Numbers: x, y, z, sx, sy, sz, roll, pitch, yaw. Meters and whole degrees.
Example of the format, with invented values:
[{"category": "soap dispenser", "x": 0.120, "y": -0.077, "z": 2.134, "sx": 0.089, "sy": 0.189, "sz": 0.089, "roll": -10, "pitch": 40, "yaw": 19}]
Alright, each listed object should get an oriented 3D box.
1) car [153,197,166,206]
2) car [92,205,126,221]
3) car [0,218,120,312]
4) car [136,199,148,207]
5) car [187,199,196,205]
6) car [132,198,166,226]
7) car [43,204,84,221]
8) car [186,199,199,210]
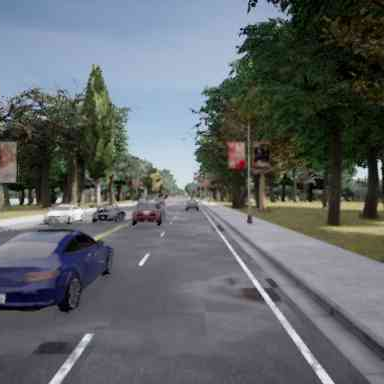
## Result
[{"category": "car", "x": -6.588, "y": 1.924, "z": 67.768, "sx": 2.097, "sy": 1.767, "sz": 4.553, "roll": 0, "pitch": -1, "yaw": 0}, {"category": "car", "x": -6.623, "y": 1.751, "z": 26.725, "sx": 1.994, "sy": 1.385, "sz": 4.181, "roll": 0, "pitch": 0, "yaw": 0}, {"category": "car", "x": -3.159, "y": 1.574, "z": 7.688, "sx": 1.812, "sy": 1.442, "sz": 4.674, "roll": 0, "pitch": 0, "yaw": 0}, {"category": "car", "x": -9.835, "y": 2.102, "z": 65.761, "sx": 1.812, "sy": 1.442, "sz": 4.674, "roll": 0, "pitch": -1, "yaw": 0}, {"category": "car", "x": -0.108, "y": 2.229, "z": 73.057, "sx": 1.895, "sy": 1.301, "sz": 4.718, "roll": 0, "pitch": -1, "yaw": 0}, {"category": "car", "x": -3.176, "y": 1.527, "z": 25.323, "sx": 2.097, "sy": 1.767, "sz": 4.553, "roll": 0, "pitch": 0, "yaw": 0}, {"category": "car", "x": -9.872, "y": 1.708, "z": 25.954, "sx": 1.812, "sy": 1.442, "sz": 4.674, "roll": 0, "pitch": 0, "yaw": 0}, {"category": "car", "x": 0.050, "y": 1.926, "z": 48.661, "sx": 2.033, "sy": 1.411, "sz": 5.357, "roll": 0, "pitch": -1, "yaw": 0}]
